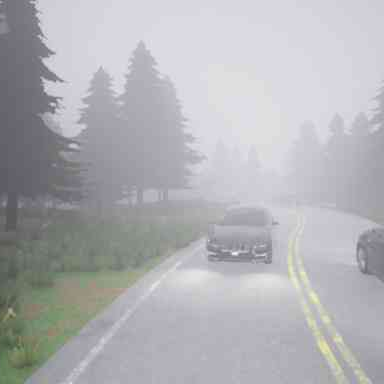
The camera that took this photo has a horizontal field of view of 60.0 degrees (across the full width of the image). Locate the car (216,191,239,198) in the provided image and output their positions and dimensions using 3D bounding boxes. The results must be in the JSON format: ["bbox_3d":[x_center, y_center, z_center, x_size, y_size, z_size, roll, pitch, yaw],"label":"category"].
[{"bbox_3d":[4.723,0.663,46.260,1.812,1.442,4.674,2,-4,-31],"label":"car"}]

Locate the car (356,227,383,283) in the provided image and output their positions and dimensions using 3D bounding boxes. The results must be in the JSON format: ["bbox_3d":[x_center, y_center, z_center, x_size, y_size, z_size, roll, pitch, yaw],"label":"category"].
[{"bbox_3d":[4.854,1.147,6.521,2.097,1.767,4.553,0,2,11],"label":"car"}]

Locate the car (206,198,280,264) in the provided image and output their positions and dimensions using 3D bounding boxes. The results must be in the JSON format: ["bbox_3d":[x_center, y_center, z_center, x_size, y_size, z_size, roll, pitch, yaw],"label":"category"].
[{"bbox_3d":[1.781,1.226,10.993,1.837,1.490,4.892,-1,3,16],"label":"car"}]

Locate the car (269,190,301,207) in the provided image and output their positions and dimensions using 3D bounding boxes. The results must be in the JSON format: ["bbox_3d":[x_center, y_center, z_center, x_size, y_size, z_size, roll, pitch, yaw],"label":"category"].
[{"bbox_3d":[9.090,0.600,32.805,1.837,1.490,4.892,1,2,-6],"label":"car"}]
